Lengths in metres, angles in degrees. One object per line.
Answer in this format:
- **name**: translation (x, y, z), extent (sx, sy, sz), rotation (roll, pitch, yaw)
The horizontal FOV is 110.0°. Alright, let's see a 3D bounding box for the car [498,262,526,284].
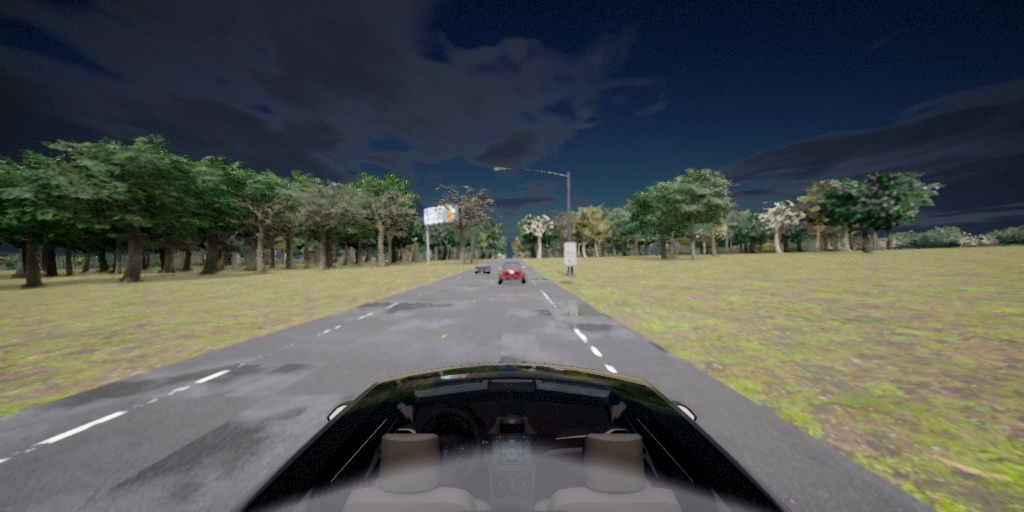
- **car**: translation (0.008, 1.234, 29.182), extent (2.097, 1.767, 4.553), rotation (-1, 0, 0)

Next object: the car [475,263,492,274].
- **car**: translation (-3.510, 1.529, 44.361), extent (2.033, 1.411, 5.357), rotation (-1, 0, 0)
